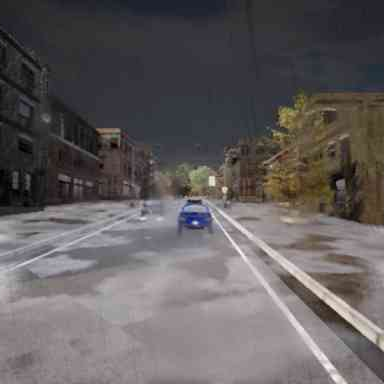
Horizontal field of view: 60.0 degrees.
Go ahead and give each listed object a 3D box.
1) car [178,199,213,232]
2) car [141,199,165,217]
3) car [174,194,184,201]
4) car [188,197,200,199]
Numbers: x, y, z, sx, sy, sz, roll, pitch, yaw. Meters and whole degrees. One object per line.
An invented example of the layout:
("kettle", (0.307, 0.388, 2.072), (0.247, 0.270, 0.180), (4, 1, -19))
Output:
("car", (0.181, 1.428, 19.662), (1.882, 1.535, 5.008), (0, 0, 0))
("car", (-3.466, 1.404, 30.326), (1.812, 1.442, 4.674), (0, 0, 0))
("car", (-2.734, 1.149, 71.910), (1.994, 1.385, 4.181), (0, 0, 2))
("car", (0.276, 1.293, 40.838), (1.882, 1.535, 5.008), (0, 0, 0))
